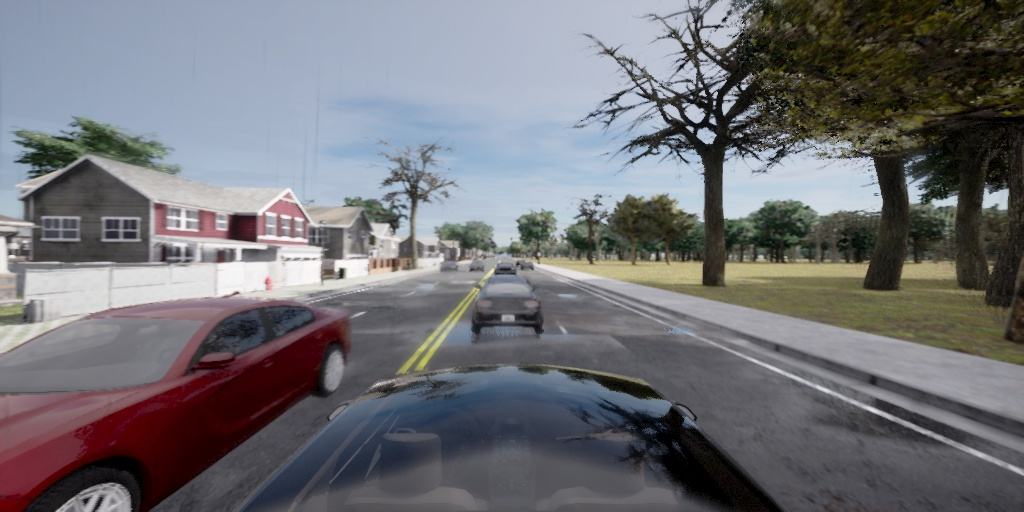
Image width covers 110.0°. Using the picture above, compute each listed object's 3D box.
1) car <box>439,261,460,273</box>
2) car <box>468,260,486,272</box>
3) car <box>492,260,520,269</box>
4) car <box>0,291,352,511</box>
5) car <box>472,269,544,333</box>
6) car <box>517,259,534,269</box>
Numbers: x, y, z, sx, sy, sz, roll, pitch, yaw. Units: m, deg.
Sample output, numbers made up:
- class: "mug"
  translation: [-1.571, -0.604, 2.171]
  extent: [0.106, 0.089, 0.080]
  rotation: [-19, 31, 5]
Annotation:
- class: "car"
  translation: [-7.582, 1.298, 43.956]
  extent: [1.994, 1.385, 4.181]
  rotation: [0, 0, -1]
- class: "car"
  translation: [-4.362, 1.263, 45.232]
  extent: [1.837, 1.490, 4.892]
  rotation: [0, 0, -1]
- class: "car"
  translation: [-0.577, 1.281, 29.981]
  extent: [1.837, 1.490, 4.892]
  rotation: [0, 0, -1]
- class: "car"
  translation: [-3.430, 1.204, 3.657]
  extent: [1.882, 1.535, 5.008]
  rotation: [0, 0, -1]
- class: "car"
  translation: [-0.139, 1.285, 10.648]
  extent: [1.812, 1.442, 4.674]
  rotation: [0, 0, -1]
- class: "car"
  translation: [2.155, 1.301, 52.772]
  extent: [2.128, 1.511, 4.902]
  rotation: [0, 0, -1]
